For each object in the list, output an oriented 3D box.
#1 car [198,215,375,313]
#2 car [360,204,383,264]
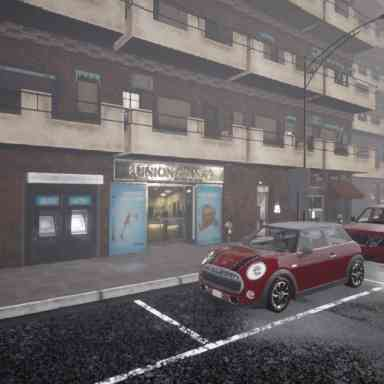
[{"bbox_3d":[2.105,1.442,7.605,4.097,1.590,1.967,0,0,-36],"label":"car"},{"bbox_3d":[6.607,1.321,10.827,5.009,1.841,2.192,0,0,-36],"label":"car"}]
